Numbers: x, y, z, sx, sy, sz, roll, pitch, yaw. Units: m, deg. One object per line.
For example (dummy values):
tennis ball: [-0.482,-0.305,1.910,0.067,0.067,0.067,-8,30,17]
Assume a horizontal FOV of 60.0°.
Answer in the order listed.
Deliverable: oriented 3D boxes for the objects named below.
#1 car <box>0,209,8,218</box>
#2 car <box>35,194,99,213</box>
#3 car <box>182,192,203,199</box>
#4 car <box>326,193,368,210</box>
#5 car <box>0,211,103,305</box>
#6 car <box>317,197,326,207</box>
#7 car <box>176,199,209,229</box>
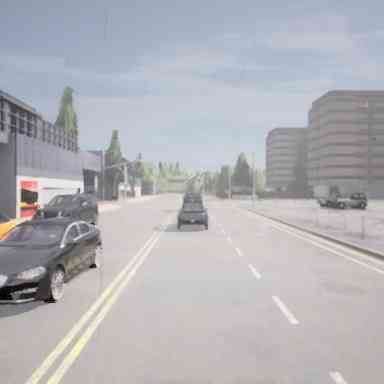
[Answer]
car: [-7.007,1.313,9.670,2.097,1.767,4.553,0,0,0]
car: [-7.034,1.144,19.261,2.150,2.045,5.566,0,0,1]
car: [0.032,1.068,37.237,2.150,2.045,5.566,0,0,-1]
car: [17.763,1.005,37.542,3.866,1.878,1.905,0,0,-2]
car: [-3.592,1.458,8.198,2.128,1.511,4.902,0,0,0]
car: [17.742,0.991,40.436,4.605,1.855,1.932,0,0,-2]
car: [0.056,1.409,20.800,2.128,1.511,4.902,0,0,0]
